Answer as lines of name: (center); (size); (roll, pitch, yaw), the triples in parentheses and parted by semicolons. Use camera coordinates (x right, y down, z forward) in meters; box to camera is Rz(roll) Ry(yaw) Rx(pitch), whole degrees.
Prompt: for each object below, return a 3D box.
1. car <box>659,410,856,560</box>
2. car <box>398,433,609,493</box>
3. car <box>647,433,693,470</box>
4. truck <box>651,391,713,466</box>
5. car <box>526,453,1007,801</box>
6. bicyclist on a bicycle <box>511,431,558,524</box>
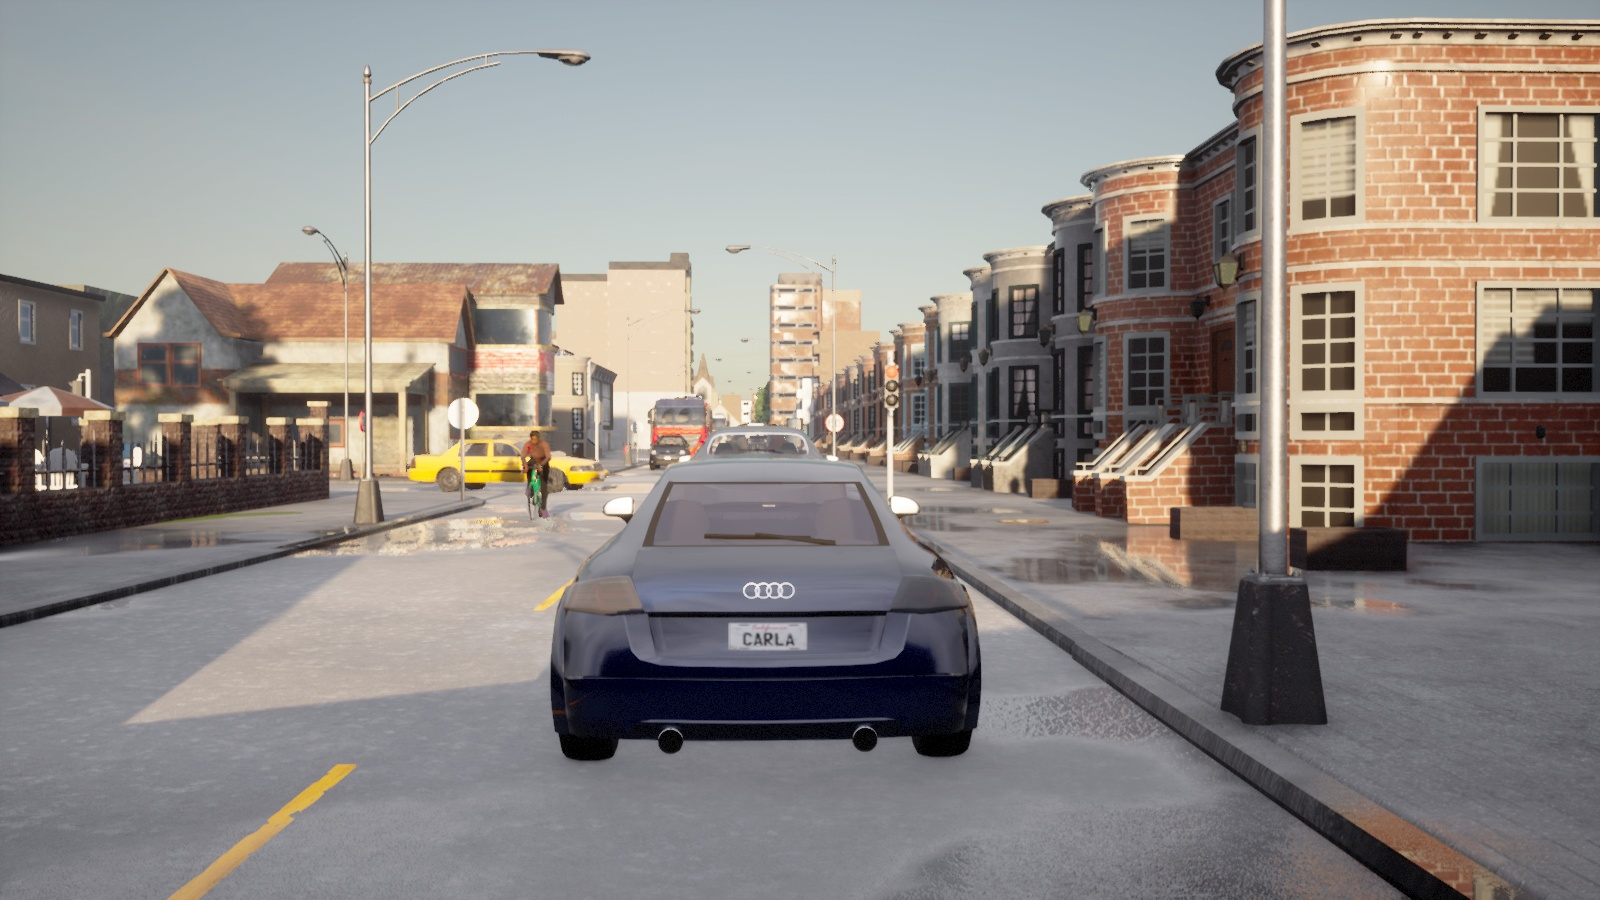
car: (-0.538, 0.359, 16.296); (2.152, 1.651, 5.027); (0, 1, -2)
car: (-8.082, 0.329, 34.363); (5.366, 1.575, 1.801); (0, 1, 11)
car: (-5.971, 0.051, 58.102); (1.851, 1.617, 3.988); (0, 1, -2)
truck: (-6.322, -1.116, 68.428); (2.891, 3.827, 8.468); (0, 1, -2)
car: (-0.217, 0.736, 7.299); (1.994, 1.385, 4.181); (0, 1, -2)
bicyclist on a bicycle: (-4.796, 0.463, 22.775); (0.582, 1.620, 1.656); (0, 1, -3)
